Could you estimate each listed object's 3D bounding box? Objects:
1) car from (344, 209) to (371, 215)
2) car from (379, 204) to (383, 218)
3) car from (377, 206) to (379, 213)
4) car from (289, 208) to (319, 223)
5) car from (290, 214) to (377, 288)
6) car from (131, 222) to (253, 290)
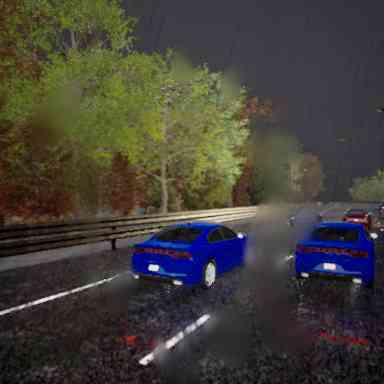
[{"bbox_3d":[12.847,2.040,25.938,1.994,1.385,4.181,0,-1,28],"label":"car"},{"bbox_3d":[22.437,2.076,36.973,2.097,1.767,4.553,0,-1,27],"label":"car"},{"bbox_3d":[29.592,2.540,51.190,1.812,1.442,4.674,0,-1,26],"label":"car"},{"bbox_3d":[8.966,1.995,26.060,2.033,1.411,5.357,0,-1,28],"label":"car"},{"bbox_3d":[4.428,1.651,10.053,1.882,1.535,5.008,0,-1,28],"label":"car"},{"bbox_3d":[0.299,1.618,9.767,1.882,1.535,5.008,0,-1,28],"label":"car"}]
